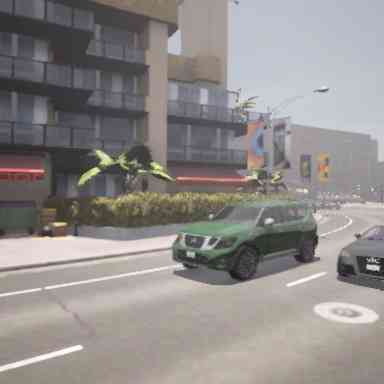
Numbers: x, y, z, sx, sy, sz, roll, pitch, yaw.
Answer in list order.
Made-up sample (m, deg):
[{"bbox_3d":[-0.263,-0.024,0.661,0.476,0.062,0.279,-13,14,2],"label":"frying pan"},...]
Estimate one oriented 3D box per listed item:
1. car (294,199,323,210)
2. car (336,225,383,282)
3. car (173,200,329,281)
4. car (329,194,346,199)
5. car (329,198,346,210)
[{"bbox_3d":[18.133,1.937,51.970,1.882,1.535,5.008,0,0,-13],"label":"car"},{"bbox_3d":[5.757,1.658,9.464,1.994,1.385,4.181,0,0,44],"label":"car"},{"bbox_3d":[1.972,1.301,10.568,5.566,2.045,2.150,1,0,-43],"label":"car"},{"bbox_3d":[36.262,1.998,83.251,2.185,1.767,4.553,1,0,-26],"label":"car"},{"bbox_3d":[21.555,2.067,52.704,1.895,1.301,4.718,0,0,-13],"label":"car"}]
